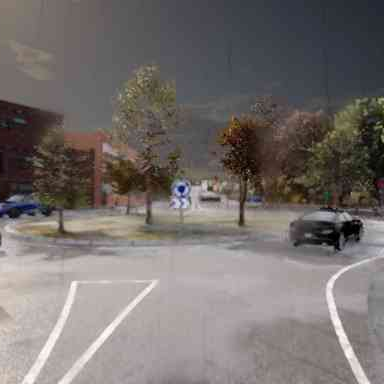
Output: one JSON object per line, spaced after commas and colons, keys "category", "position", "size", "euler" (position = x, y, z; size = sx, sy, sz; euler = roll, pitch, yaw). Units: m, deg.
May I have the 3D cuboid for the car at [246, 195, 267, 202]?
{"category": "car", "position": [17.714, 1.944, 89.538], "size": [4.553, 1.767, 2.185], "euler": [0, 0, 0]}

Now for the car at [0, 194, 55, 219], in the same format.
{"category": "car", "position": [-14.709, 1.187, 29.252], "size": [2.150, 2.045, 5.566], "euler": [0, 0, 24]}

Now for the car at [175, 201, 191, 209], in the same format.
{"category": "car", "position": [-1.567, 1.781, 48.891], "size": [2.033, 1.411, 5.357], "euler": [0, -1, -1]}

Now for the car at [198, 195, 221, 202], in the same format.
{"category": "car", "position": [5.160, 1.814, 92.205], "size": [5.566, 2.045, 2.435], "euler": [0, -1, 0]}

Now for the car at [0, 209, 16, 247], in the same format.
{"category": "car", "position": [-9.469, 1.538, 13.284], "size": [4.902, 1.511, 2.128], "euler": [1, 0, 35]}

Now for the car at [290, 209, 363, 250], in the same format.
{"category": "car", "position": [6.016, 1.493, 14.613], "size": [1.882, 1.535, 5.008], "euler": [0, 0, 40]}
